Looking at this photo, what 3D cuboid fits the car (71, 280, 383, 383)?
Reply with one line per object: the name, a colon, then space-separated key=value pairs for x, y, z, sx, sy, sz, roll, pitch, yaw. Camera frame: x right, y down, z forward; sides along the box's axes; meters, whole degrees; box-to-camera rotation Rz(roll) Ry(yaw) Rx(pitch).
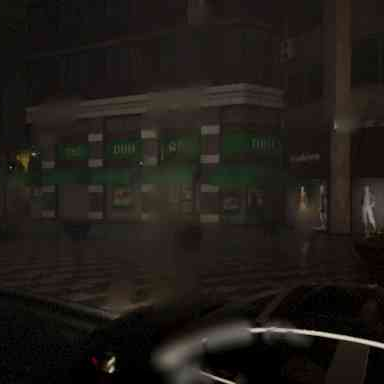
car: x=1.066 y=1.504 z=2.526 sx=4.892 sy=1.490 sz=1.837 roll=0 pitch=0 yaw=36
